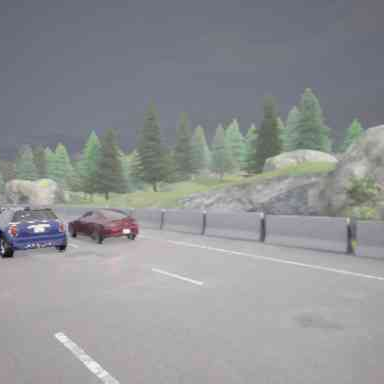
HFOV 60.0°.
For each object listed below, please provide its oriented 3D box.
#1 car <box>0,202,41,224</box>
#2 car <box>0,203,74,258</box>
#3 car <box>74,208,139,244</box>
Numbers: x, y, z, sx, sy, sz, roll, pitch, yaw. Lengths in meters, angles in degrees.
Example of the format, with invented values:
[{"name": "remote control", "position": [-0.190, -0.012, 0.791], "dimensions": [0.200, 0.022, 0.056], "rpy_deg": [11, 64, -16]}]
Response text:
[{"name": "car", "position": [-14.145, 1.623, 27.182], "dimensions": [1.882, 1.535, 5.008], "rpy_deg": [-1, 0, -41]}, {"name": "car", "position": [-6.710, 1.369, 13.218], "dimensions": [2.097, 1.767, 4.553], "rpy_deg": [-1, 0, -41]}, {"name": "car", "position": [-4.253, 1.495, 15.737], "dimensions": [1.812, 1.442, 4.674], "rpy_deg": [-1, 0, -41]}]
